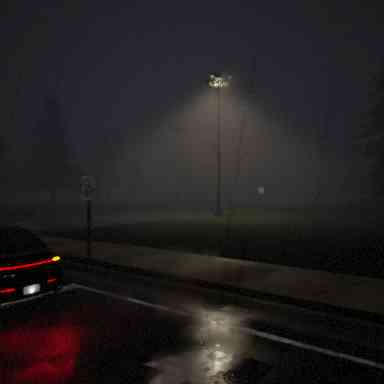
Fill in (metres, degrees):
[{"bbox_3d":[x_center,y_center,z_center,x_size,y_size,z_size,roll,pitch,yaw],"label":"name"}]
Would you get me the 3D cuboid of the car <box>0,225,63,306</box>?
[{"bbox_3d":[-4.828,1.478,7.333,4.892,1.490,1.837,0,0,35],"label":"car"}]
